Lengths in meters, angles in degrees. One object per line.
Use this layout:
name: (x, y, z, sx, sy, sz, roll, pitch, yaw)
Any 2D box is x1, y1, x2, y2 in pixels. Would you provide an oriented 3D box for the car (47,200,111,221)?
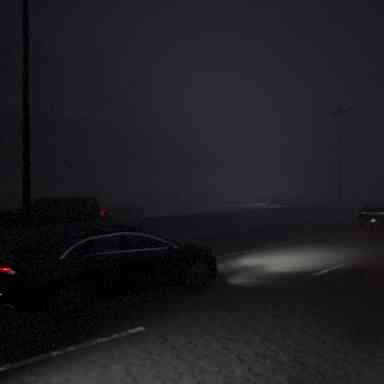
car: (-9.528, 1.539, 28.419, 1.837, 1.490, 4.892, 0, 1, 44)

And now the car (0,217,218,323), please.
car: (-1.596, 1.496, 7.278, 4.902, 1.511, 2.128, 0, 0, -38)

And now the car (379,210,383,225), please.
car: (8.665, 1.430, 11.875, 2.128, 1.511, 4.902, 0, 0, 45)

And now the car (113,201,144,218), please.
car: (-6.126, 1.506, 26.917, 2.128, 1.511, 4.902, 0, 0, 43)

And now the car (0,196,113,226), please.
car: (-7.119, 1.252, 16.434, 5.566, 2.045, 2.150, 0, 0, -40)

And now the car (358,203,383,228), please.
car: (11.750, 1.404, 20.709, 2.128, 1.511, 4.902, 0, 0, 38)

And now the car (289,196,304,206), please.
car: (16.164, 1.384, 51.118, 1.812, 1.442, 4.674, 0, 0, 23)

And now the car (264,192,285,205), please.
car: (13.971, 1.090, 54.964, 2.150, 2.045, 5.566, 0, 0, 23)

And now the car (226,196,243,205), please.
car: (7.382, 1.384, 57.316, 1.882, 1.535, 5.008, 0, 0, 23)

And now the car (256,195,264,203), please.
car: (13.415, 1.360, 62.696, 2.128, 1.511, 4.902, 0, 0, 23)

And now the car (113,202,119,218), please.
car: (-7.135, 1.590, 21.090, 4.181, 1.385, 1.994, 0, 0, -43)
